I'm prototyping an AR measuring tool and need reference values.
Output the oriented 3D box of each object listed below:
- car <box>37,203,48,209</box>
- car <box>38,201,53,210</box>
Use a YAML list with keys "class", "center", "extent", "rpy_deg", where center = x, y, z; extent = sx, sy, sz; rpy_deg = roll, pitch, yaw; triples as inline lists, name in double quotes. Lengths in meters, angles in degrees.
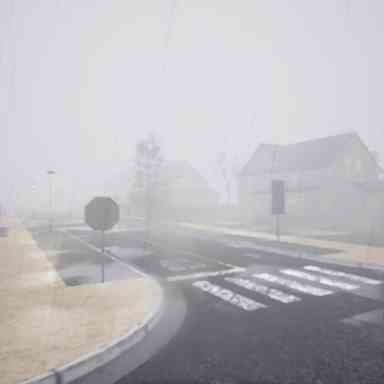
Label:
- class: "car"
  center: [-38.588, 3.494, 85.822]
  extent: [2.033, 1.411, 5.357]
  rpy_deg: [0, -2, -29]
- class: "car"
  center: [-33.485, 3.055, 76.669]
  extent: [2.150, 2.045, 5.566]
  rpy_deg: [0, -2, -29]
